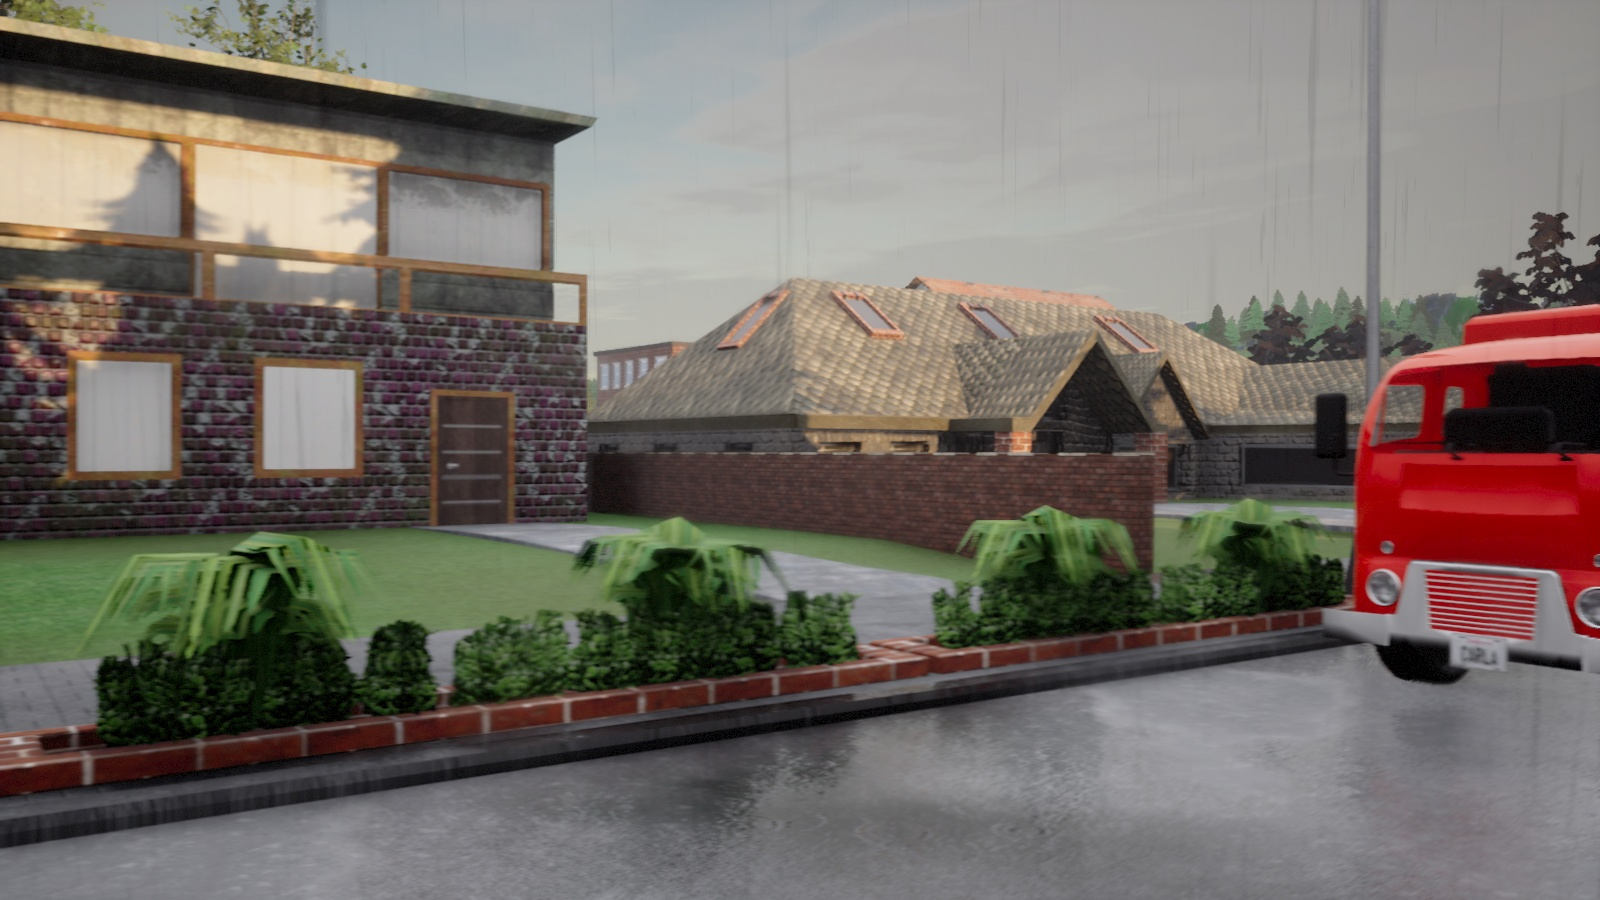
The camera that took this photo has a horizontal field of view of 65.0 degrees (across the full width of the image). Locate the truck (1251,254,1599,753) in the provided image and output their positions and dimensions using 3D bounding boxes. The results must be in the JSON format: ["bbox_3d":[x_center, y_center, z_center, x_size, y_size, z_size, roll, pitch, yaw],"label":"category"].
[{"bbox_3d":[5.702,0.266,8.239,5.204,2.467,2.627,0,0,-35],"label":"truck"}]
